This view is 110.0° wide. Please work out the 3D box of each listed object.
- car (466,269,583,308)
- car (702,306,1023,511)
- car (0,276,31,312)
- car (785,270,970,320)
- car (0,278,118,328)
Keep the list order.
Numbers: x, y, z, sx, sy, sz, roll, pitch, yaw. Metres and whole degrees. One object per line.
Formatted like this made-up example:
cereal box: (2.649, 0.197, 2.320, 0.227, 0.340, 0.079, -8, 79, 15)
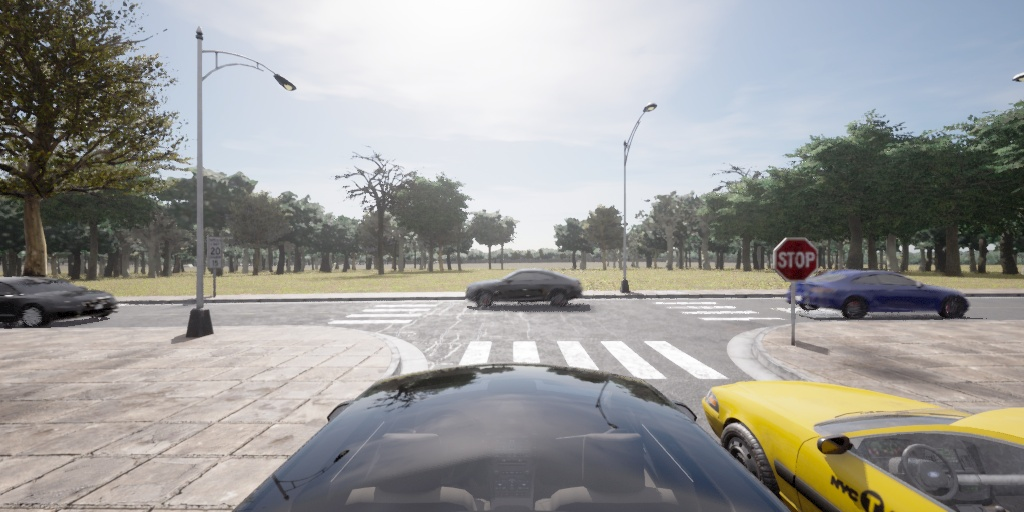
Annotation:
car: (0.488, 1.245, 14.399, 4.674, 1.442, 1.812, 0, 0, 1)
car: (2.636, 1.275, 1.464, 1.751, 1.417, 4.829, 0, 0, 0)
car: (-23.639, 1.631, 14.619, 5.357, 1.411, 2.033, -1, 0, 1)
car: (11.348, 1.155, 11.353, 4.674, 1.442, 1.812, 0, 0, 0)
car: (-15.773, 1.448, 11.600, 4.892, 1.490, 1.837, -1, 0, 1)
